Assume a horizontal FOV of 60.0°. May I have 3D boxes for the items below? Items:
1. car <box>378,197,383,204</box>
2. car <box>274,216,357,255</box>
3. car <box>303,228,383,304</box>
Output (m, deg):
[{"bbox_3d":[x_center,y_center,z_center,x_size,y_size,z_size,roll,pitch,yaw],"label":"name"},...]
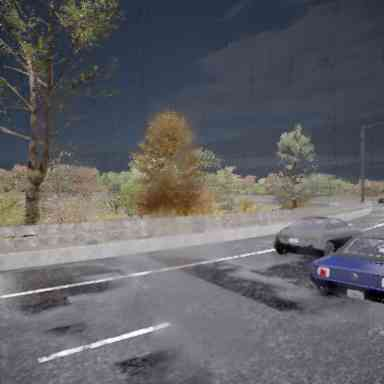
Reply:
[{"bbox_3d":[36.256,1.579,61.956,1.994,1.385,4.181,0,0,14],"label":"car"},{"bbox_3d":[4.962,1.617,12.579,4.181,1.385,1.994,0,0,-41],"label":"car"},{"bbox_3d":[4.753,1.628,7.644,4.718,1.301,1.895,0,0,-40],"label":"car"}]
